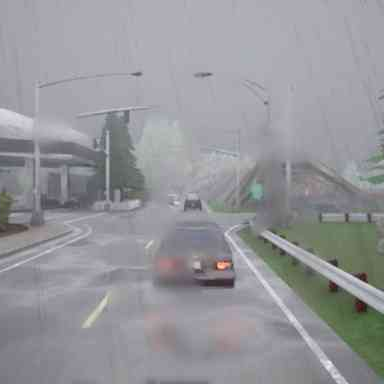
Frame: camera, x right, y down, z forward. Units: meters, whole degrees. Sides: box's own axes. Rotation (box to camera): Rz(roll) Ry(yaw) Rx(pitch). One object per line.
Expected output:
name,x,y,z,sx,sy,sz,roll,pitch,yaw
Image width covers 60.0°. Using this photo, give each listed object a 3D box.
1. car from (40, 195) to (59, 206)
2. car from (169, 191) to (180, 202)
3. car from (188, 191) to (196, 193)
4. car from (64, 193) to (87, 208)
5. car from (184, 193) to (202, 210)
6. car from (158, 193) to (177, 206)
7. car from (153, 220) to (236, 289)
car,-20.223,1.185,45.987,2.242,1.667,4.611,0,0,-1
car,-3.525,0.816,62.809,2.150,2.045,5.566,0,1,1
car,0.020,0.752,73.334,2.150,2.045,5.566,0,0,0
car,-14.517,1.045,41.706,1.905,1.878,3.866,0,0,-1
car,0.110,1.232,38.272,1.882,1.535,5.008,0,0,0
car,-3.577,1.246,46.875,2.033,1.411,5.357,0,0,0
car,0.070,1.488,9.099,2.033,1.411,5.357,0,0,1
